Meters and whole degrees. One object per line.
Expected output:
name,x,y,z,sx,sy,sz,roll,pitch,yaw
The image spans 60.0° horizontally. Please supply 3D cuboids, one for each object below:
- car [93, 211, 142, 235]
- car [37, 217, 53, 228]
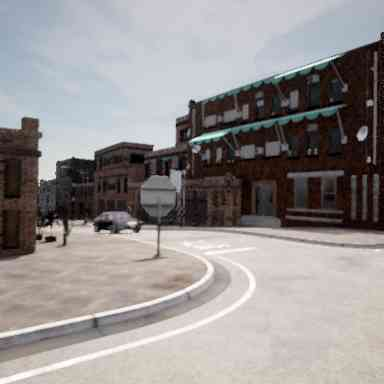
car,-5.134,2.059,22.544,2.128,1.511,4.902,2,-6,-37
car,-18.146,3.619,39.966,1.994,1.385,4.181,2,-4,-36
